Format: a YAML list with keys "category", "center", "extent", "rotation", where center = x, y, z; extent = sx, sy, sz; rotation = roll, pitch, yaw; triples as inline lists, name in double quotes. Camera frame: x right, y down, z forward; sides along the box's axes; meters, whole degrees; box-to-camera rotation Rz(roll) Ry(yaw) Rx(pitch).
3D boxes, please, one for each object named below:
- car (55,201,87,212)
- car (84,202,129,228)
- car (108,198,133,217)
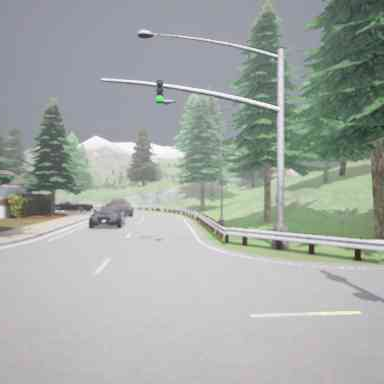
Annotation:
- category: "car"
  center: [-14.163, 1.678, 39.402]
  extent: [4.718, 1.301, 1.895]
  rotation: [0, 0, 10]
- category: "car"
  center: [-5.618, 1.609, 22.399]
  extent: [1.994, 1.385, 4.181]
  rotation: [0, 0, -6]
- category: "car"
  center: [-7.094, 1.419, 32.114]
  extent: [2.097, 1.767, 4.553]
  rotation: [0, 0, -23]
